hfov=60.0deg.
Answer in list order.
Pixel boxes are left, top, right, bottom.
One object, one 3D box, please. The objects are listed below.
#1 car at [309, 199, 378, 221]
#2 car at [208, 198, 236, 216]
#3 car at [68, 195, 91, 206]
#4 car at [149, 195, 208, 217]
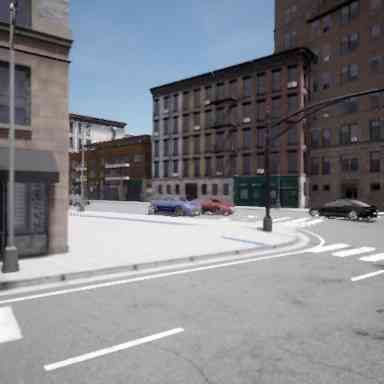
[{"bbox_3d":[11.346,1.309,25.294,1.882,1.535,5.008,2,0,-36],"label":"car"},{"bbox_3d":[1.582,1.238,29.045,4.674,1.442,1.812,1,0,37],"label":"car"},{"bbox_3d":[-14.615,1.075,42.044,4.181,1.385,1.994,1,0,40],"label":"car"},{"bbox_3d":[-1.358,1.039,27.188,4.553,1.767,2.097,1,0,38],"label":"car"}]
